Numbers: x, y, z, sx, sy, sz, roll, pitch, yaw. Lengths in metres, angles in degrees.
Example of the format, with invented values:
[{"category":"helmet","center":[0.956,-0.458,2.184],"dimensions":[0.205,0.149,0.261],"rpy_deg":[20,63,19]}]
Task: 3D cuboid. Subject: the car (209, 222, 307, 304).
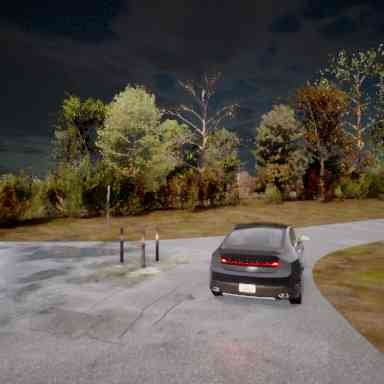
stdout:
[{"category":"car","center":[1.810,1.503,8.335],"dimensions":[1.837,1.490,4.892],"rpy_deg":[0,0,19]}]
